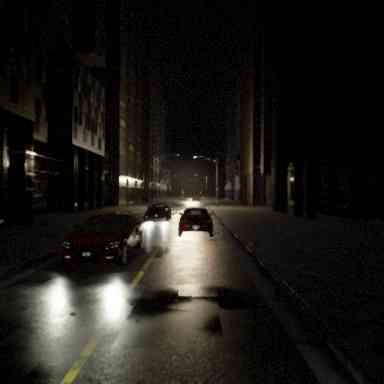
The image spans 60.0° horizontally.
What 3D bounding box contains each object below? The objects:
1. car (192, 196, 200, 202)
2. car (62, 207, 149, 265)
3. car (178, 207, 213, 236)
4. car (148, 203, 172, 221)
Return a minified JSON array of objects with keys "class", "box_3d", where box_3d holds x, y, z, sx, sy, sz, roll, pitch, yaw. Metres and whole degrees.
[{"class":"car","box_3d":[1.059,1.748,85.008,1.882,1.535,5.008,0,0,1]},{"class":"car","box_3d":[-2.973,1.494,11.961,1.882,1.535,5.008,0,0,1]},{"class":"car","box_3d":[0.212,1.593,18.786,1.812,1.442,4.674,0,0,1]},{"class":"car","box_3d":[-2.732,1.636,27.648,1.994,1.385,4.181,0,0,1]}]
